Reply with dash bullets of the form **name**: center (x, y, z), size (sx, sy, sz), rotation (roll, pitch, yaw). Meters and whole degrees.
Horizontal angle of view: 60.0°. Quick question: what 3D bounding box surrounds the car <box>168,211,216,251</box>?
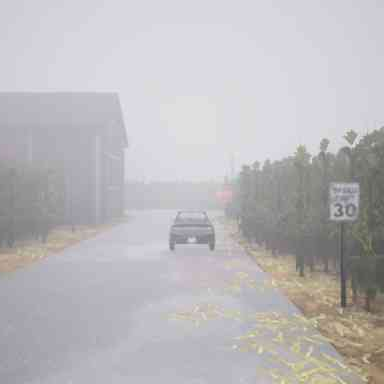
- **car**: center (0.000, 1.582, 14.653), size (2.128, 1.511, 4.902), rotation (0, 0, 0)
